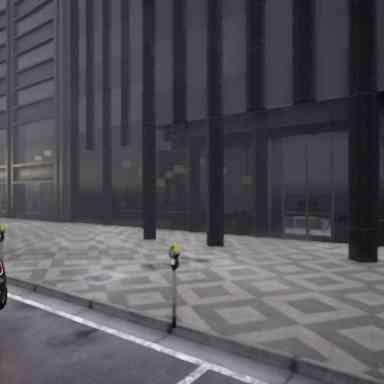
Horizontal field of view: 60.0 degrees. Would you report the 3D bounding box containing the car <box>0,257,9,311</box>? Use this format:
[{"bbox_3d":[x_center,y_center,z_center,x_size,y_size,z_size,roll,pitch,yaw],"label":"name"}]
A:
[{"bbox_3d":[-5.626,1.403,6.533,4.553,1.767,2.097,0,0,36],"label":"car"}]
